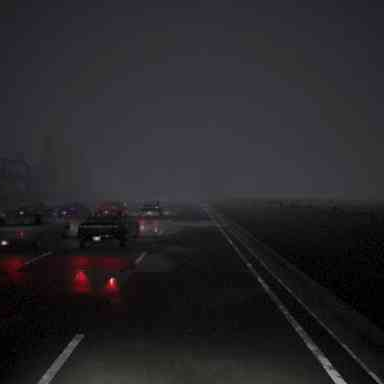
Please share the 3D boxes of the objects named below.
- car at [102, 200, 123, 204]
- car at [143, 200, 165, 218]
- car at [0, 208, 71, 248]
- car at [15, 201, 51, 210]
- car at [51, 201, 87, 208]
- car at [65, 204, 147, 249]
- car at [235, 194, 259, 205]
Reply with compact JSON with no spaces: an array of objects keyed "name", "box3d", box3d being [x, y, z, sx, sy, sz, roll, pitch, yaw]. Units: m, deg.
[{"name":"car","box3d":[-7.000,1.485,29.650,1.882,1.535,5.008,0,0,0]},{"name":"car","box3d":[-3.500,1.495,29.650,2.128,1.511,4.902,0,0,0]},{"name":"car","box3d":[-7.000,1.616,14.680,1.895,1.301,4.718,0,0,0]},{"name":"car","box3d":[-14.000,1.533,29.650,1.812,1.442,4.674,0,0,0]},{"name":"car","box3d":[-10.500,1.533,29.650,1.812,1.442,4.674,0,0,0]},{"name":"car","box3d":[-3.500,1.495,14.650,2.128,1.511,4.902,0,0,0]},{"name":"car","box3d":[8.922,1.212,53.838,3.866,1.878,1.905,0,0,0]}]
